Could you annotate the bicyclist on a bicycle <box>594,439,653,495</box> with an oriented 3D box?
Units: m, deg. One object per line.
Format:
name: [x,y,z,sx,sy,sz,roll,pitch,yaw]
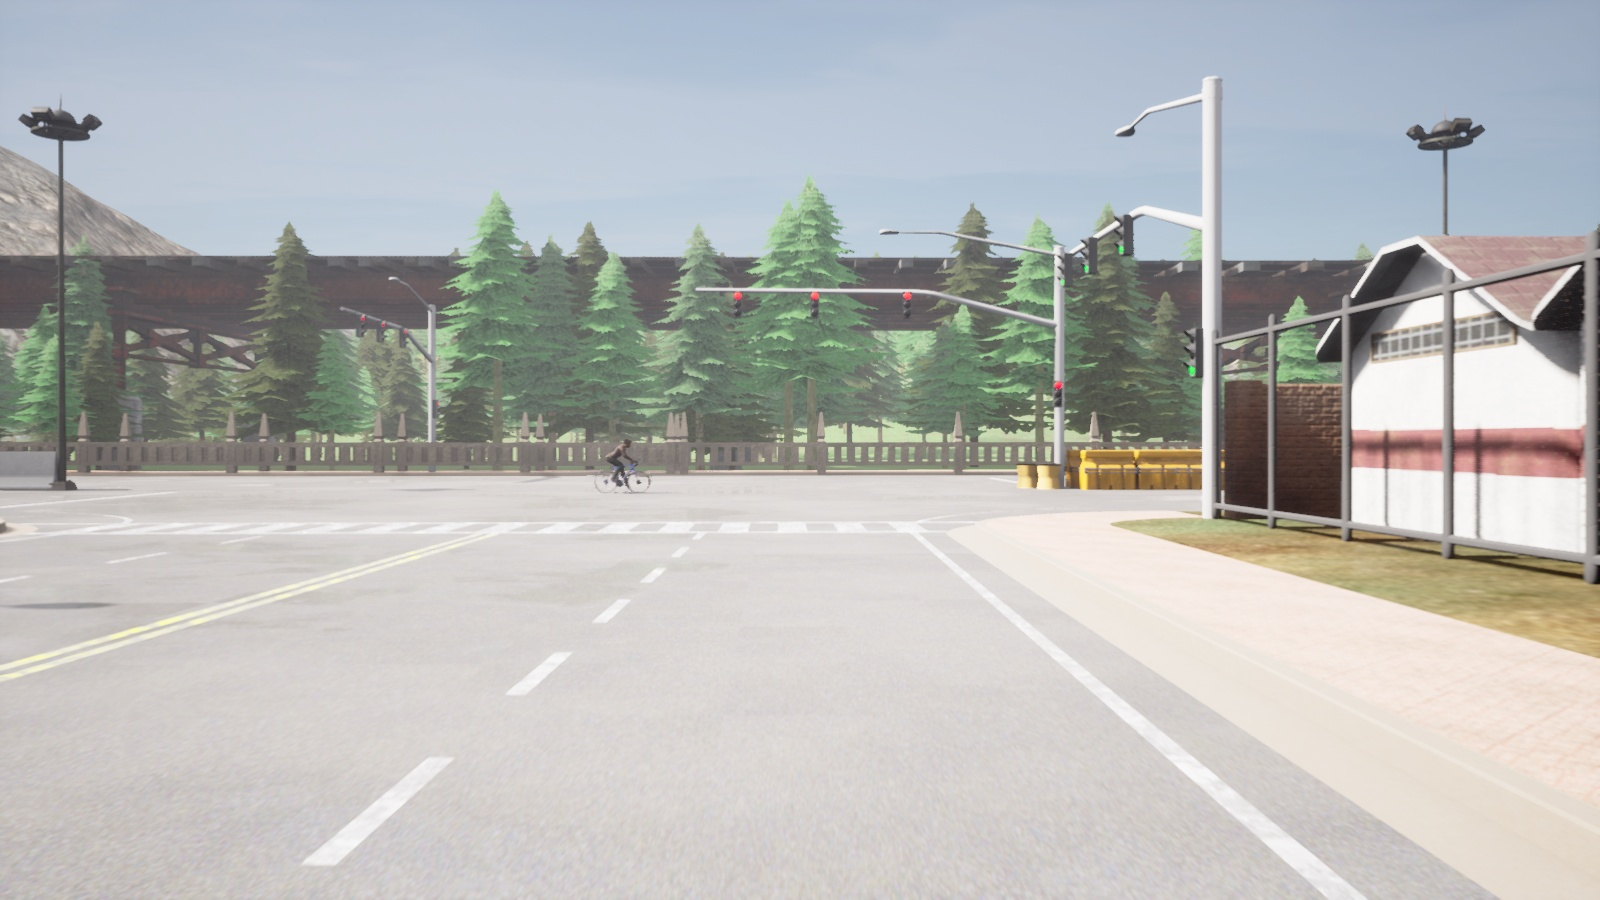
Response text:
bicyclist on a bicycle: [-5.199,0.487,36.993,1.656,1.620,0.582,0,0,-1]
